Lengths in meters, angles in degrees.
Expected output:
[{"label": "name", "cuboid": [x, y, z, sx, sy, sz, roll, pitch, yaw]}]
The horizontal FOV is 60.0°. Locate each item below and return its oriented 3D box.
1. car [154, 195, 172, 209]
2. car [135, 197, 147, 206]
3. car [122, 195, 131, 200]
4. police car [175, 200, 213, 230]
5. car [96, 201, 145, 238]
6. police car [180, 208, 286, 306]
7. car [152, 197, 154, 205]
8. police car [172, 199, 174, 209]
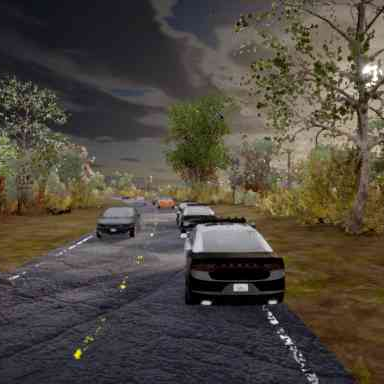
[{"label": "car", "cuboid": [-3.680, 1.348, 45.664, 2.097, 1.767, 4.553, 0, 0, -9]}, {"label": "car", "cuboid": [-8.377, 1.521, 54.350, 1.812, 1.442, 4.674, 0, 0, -11]}, {"label": "car", "cuboid": [-18.384, 1.592, 93.065, 1.895, 1.301, 4.718, 0, 0, -18]}, {"label": "police car", "cuboid": [0.244, 1.424, 18.319, 1.930, 1.638, 5.238, 0, 0, -4]}, {"label": "car", "cuboid": [-3.781, 1.477, 17.781, 1.882, 1.535, 5.008, 0, 0, -4]}, {"label": "police car", "cuboid": [0.746, 1.425, 8.252, 1.930, 1.638, 5.238, 0, 0, -2]}, {"label": "car", "cuboid": [-5.852, 1.346, 57.962, 2.097, 1.767, 4.553, 0, 0, -12]}, {"label": "police car", "cuboid": [-0.218, 1.423, 24.349, 1.930, 1.638, 5.238, 0, 0, -5]}]
